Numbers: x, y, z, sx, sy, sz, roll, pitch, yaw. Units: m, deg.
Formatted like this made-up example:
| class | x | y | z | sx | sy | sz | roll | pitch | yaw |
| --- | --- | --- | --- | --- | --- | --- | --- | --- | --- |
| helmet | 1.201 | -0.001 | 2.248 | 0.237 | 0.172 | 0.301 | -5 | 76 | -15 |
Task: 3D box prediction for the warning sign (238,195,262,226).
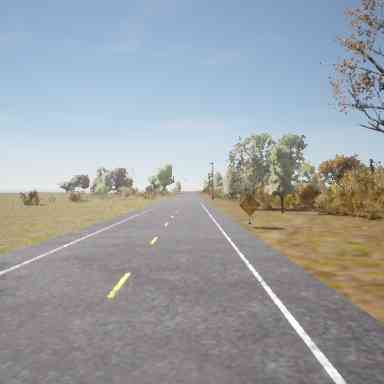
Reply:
| class | x | y | z | sx | sy | sz | roll | pitch | yaw |
| --- | --- | --- | --- | --- | --- | --- | --- | --- | --- |
| warning sign | 3.545 | 1.105 | 20.430 | 1.300 | 1.860 | 1.060 | 0 | 0 | 0 |
